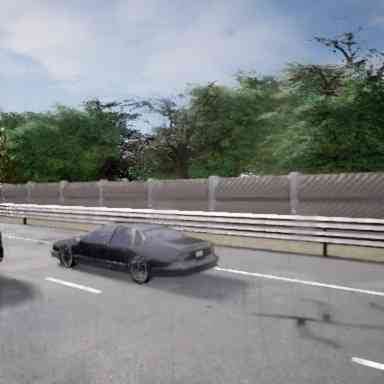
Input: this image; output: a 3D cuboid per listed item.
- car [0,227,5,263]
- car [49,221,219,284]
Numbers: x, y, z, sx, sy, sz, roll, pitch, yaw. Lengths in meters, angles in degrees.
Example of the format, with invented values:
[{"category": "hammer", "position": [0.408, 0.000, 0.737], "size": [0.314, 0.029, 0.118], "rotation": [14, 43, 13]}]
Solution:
[{"category": "car", "position": [-7.424, 1.238, 9.272], "size": [5.566, 2.045, 2.150], "rotation": [0, 0, 36]}, {"category": "car", "position": [-1.861, 1.559, 9.592], "size": [5.357, 1.411, 2.033], "rotation": [0, 0, 36]}]
